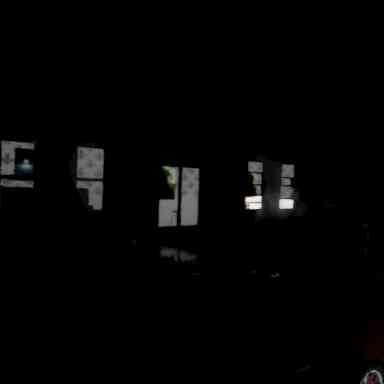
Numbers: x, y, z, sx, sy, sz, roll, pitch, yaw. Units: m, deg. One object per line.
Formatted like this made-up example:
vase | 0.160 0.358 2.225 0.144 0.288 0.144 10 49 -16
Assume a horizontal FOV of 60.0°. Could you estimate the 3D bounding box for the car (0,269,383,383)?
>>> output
car | 0.233 1.487 3.108 4.206 1.307 1.802 1 2 -32
